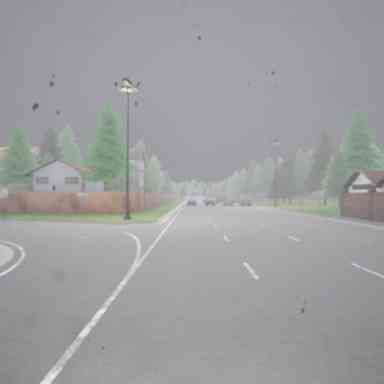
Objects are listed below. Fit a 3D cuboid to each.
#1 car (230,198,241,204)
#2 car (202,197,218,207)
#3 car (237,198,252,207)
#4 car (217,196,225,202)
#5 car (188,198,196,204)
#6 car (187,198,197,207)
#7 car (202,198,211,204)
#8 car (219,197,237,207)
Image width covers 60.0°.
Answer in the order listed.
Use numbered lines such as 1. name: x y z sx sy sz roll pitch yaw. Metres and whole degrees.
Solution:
1. car: 10.505 2.147 80.809 1.994 1.385 4.181 0 -1 0
2. car: 3.508 2.112 65.412 1.837 1.490 4.892 0 0 0
3. car: 10.508 2.097 65.402 2.128 1.511 4.902 0 0 0
4. car: 7.005 1.895 81.672 2.150 2.045 5.566 0 -1 0
5. car: 0.005 2.147 80.809 1.994 1.385 4.181 0 -1 0
6. car: 0.009 2.084 65.584 1.882 1.535 5.008 0 0 0
7. car: 3.505 2.135 80.809 2.033 1.411 5.357 0 -1 0
8. car: 7.005 2.149 65.096 2.033 1.411 5.357 0 0 0
